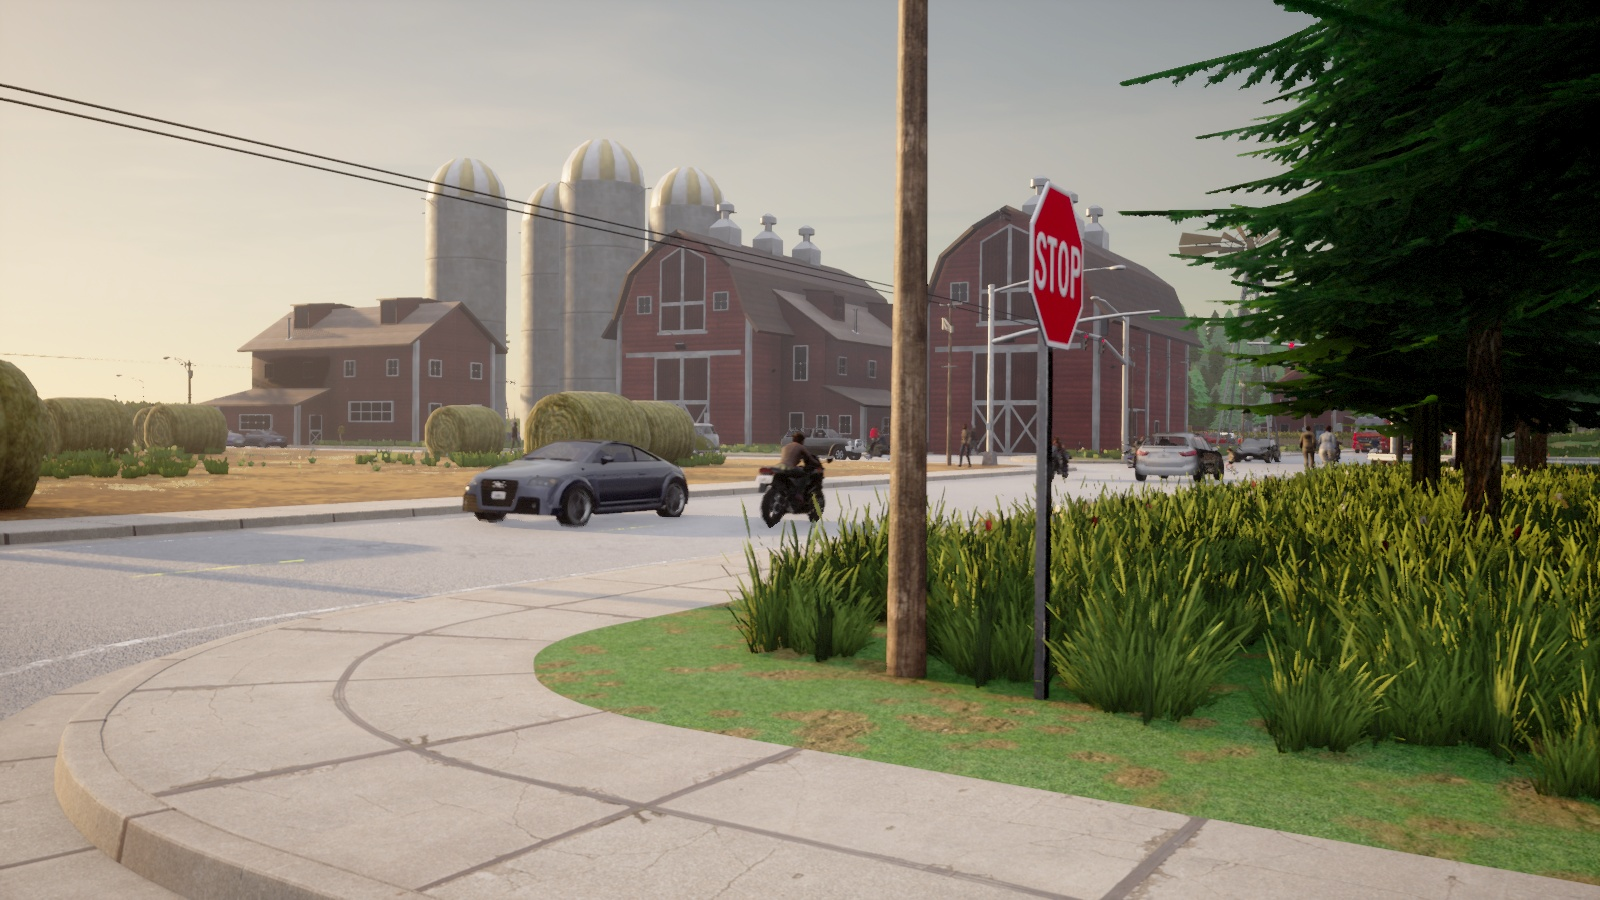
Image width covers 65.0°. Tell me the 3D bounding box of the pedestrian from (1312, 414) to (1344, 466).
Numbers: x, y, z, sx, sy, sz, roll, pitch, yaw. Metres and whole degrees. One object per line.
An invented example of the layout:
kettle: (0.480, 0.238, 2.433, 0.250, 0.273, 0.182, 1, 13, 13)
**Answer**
pedestrian: (19.028, -0.365, 45.223, 0.874, 1.855, 0.900, 0, 1, 35)

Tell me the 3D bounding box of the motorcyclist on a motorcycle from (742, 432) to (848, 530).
motorcyclist on a motorcycle: (-0.055, 0.472, 20.592, 0.797, 1.523, 2.044, 0, 1, 30)

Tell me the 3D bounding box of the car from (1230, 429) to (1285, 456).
car: (26.755, -0.471, 73.343, 2.163, 1.488, 4.792, 0, 1, 30)

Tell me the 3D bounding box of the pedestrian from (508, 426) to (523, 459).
pedestrian: (-15.749, -0.400, 69.553, 0.703, 1.840, 0.431, 0, 1, 25)

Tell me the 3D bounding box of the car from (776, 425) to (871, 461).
car: (1.229, -0.354, 66.535, 4.605, 1.855, 1.932, 0, 1, 29)

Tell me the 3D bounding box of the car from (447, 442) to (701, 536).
car: (-3.699, 0.578, 21.296, 1.994, 1.385, 4.181, 0, 1, 30)

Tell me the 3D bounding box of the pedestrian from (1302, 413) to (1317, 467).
pedestrian: (18.549, -0.367, 45.706, 0.396, 1.930, 0.692, 0, 1, 33)

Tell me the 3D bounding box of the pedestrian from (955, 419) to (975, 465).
pedestrian: (6.576, -0.335, 50.034, 0.328, 1.805, 0.869, 0, 1, 40)

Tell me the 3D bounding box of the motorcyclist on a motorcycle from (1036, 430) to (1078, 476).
motorcyclist on a motorcycle: (8.712, 0.095, 42.506, 0.797, 1.523, 2.044, 0, 1, 30)

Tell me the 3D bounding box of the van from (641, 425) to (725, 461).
van: (-6.612, -0.400, 70.932, 4.442, 1.987, 1.775, 0, 1, 29)

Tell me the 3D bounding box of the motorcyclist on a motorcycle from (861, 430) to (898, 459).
motorcyclist on a motorcycle: (4.342, -0.295, 68.802, 1.817, 1.590, 0.866, 0, 1, 29)

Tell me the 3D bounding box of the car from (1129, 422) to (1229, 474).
car: (13.029, -0.089, 42.958, 2.242, 1.667, 4.611, 0, 1, 31)
